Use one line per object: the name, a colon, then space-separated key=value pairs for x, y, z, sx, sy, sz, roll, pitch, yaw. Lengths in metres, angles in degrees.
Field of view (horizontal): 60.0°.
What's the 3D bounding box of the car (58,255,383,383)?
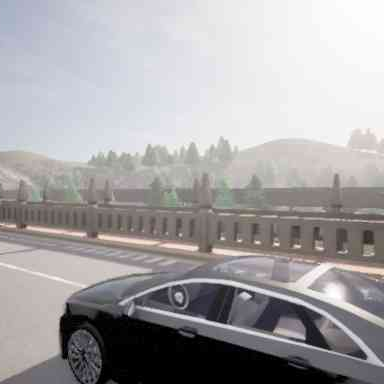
car: x=0.499 y=1.488 z=3.660 sx=4.902 sy=1.511 sz=2.128 roll=0 pitch=0 yaw=35
